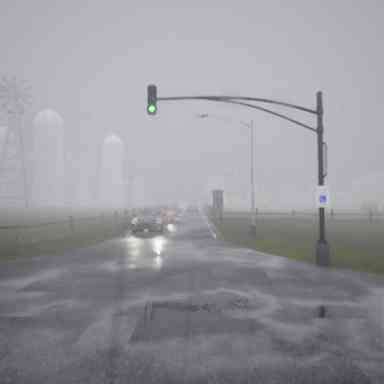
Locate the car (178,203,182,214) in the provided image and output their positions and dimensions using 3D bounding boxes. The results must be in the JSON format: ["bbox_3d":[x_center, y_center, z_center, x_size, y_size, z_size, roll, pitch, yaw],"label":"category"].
[{"bbox_3d":[-2.770,2.487,42.909,2.033,1.411,5.357,0,-1,0],"label":"car"}]

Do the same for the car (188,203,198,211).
[{"bbox_3d":[0.118,2.899,64.816,1.837,1.490,4.892,0,-1,0],"label":"car"}]

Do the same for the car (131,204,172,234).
[{"bbox_3d":[-2.838,1.875,23.056,2.097,1.767,4.553,0,-1,1],"label":"car"}]

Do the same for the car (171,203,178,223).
[{"bbox_3d":[-2.792,2.075,32.630,2.097,1.767,4.553,0,-1,0],"label":"car"}]

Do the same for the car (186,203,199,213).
[{"bbox_3d":[0.095,2.662,54.398,2.128,1.511,4.902,0,-1,0],"label":"car"}]

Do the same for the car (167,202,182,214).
[{"bbox_3d":[-2.711,2.514,53.384,2.097,1.767,4.553,0,-1,0],"label":"car"}]
